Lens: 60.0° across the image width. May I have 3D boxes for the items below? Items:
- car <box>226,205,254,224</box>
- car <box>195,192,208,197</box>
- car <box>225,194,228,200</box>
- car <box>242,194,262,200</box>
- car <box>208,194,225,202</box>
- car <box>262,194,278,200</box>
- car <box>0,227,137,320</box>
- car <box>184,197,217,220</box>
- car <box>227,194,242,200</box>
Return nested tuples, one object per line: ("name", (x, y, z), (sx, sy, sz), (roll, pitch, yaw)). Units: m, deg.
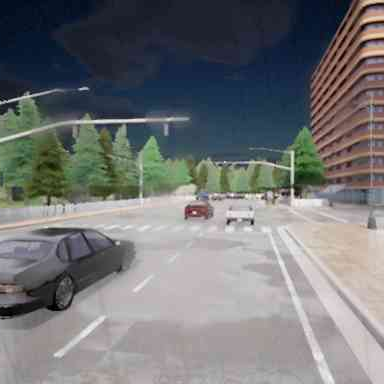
("car", (3.561, 1.562, 24.092), (1.895, 1.301, 4.718), (0, 0, 11))
("car", (2.340, 1.052, 75.612), (2.150, 2.045, 5.566), (0, 0, 15))
("car", (9.119, 1.316, 90.059), (1.812, 1.442, 4.674), (0, 0, 33))
("car", (15.661, 1.321, 87.141), (1.812, 1.442, 4.674), (0, 0, 40))
("car", (5.395, 1.371, 73.344), (2.033, 1.411, 5.357), (0, 0, 12))
("car", (19.662, 1.323, 86.556), (2.128, 1.511, 4.902), (0, 0, 40))
("car", (-2.997, 1.530, 7.693), (2.033, 1.411, 5.357), (0, 0, 11))
("car", (0.658, 1.432, 27.629), (1.882, 1.535, 5.008), (0, 0, 11))
("car", (11.868, 1.390, 87.868), (1.895, 1.301, 4.718), (0, 0, 33))
